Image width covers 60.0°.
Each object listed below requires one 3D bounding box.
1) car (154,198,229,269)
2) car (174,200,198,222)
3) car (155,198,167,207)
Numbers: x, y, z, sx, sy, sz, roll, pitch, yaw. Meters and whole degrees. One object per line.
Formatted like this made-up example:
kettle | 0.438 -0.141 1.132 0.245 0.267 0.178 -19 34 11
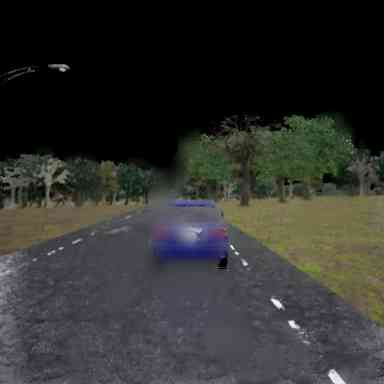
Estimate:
car | -0.035 1.273 11.529 2.150 2.045 5.566 0 0 0
car | -0.541 1.570 28.841 1.882 1.535 5.008 0 0 -2
car | -5.411 1.901 59.004 1.837 1.490 4.892 0 -1 -2
